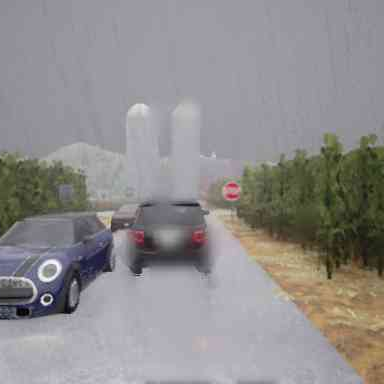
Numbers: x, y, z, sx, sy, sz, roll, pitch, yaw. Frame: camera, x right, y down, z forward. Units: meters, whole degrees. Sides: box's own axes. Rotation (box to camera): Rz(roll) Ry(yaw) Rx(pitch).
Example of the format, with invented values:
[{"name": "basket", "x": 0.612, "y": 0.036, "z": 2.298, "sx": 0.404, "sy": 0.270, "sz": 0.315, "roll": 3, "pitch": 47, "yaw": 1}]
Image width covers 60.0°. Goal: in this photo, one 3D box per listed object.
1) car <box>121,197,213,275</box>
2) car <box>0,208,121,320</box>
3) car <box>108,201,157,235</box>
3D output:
[{"name": "car", "x": -0.588, "y": 1.167, "z": 10.399, "sx": 2.150, "sy": 2.045, "sz": 5.566, "roll": 0, "pitch": 1, "yaw": -1}, {"name": "car", "x": -3.209, "y": 1.318, "z": 7.531, "sx": 2.097, "sy": 1.767, "sz": 4.553, "roll": 0, "pitch": 0, "yaw": 0}, {"name": "car", "x": -3.201, "y": 1.335, "z": 18.931, "sx": 1.882, "sy": 1.535, "sz": 5.008, "roll": 0, "pitch": 0, "yaw": 0}]
